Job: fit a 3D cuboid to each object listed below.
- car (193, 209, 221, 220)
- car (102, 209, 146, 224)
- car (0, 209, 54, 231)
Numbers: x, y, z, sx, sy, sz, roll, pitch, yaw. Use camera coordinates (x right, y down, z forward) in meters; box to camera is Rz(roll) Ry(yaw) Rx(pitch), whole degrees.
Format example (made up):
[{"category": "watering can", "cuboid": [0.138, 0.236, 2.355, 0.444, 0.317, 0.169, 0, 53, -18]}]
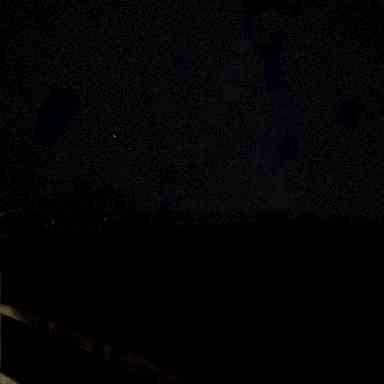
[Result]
[{"category": "car", "cuboid": [1.987, 2.974, 44.200, 2.128, 1.511, 4.902, 0, -2, 36]}, {"category": "car", "cuboid": [-6.517, 2.376, 32.334, 2.128, 1.511, 4.902, 0, -2, 35]}, {"category": "car", "cuboid": [-12.431, 1.984, 23.964, 1.837, 1.490, 4.892, 0, -2, 34]}]
